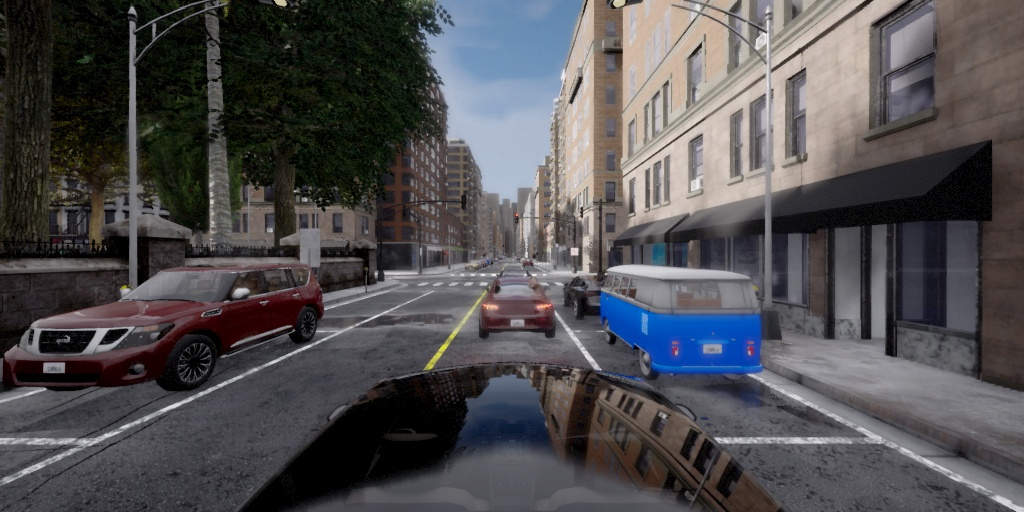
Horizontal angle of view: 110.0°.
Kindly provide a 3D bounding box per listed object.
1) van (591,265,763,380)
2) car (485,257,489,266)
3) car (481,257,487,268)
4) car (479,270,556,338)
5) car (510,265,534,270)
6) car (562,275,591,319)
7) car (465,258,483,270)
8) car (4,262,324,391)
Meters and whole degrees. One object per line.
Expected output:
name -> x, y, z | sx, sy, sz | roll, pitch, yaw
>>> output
van -> 2.869, 1.090, 6.968 | 1.690, 1.789, 3.998 | 0, 0, 0
car -> -5.525, 1.266, 61.538 | 1.888, 1.381, 4.507 | 0, 0, 0
car -> -5.538, 1.272, 56.087 | 2.007, 1.370, 4.403 | 0, 0, 0
car -> 0.125, 1.274, 10.009 | 1.812, 1.442, 4.674 | 0, 0, 0
car -> 0.116, 1.345, 18.831 | 1.895, 1.301, 4.718 | 0, 0, -1
car -> 2.883, 1.313, 12.628 | 1.948, 1.339, 4.313 | 0, 0, 0
car -> -5.552, 1.248, 50.467 | 1.751, 1.417, 4.829 | 0, 0, 0
car -> -5.656, 1.064, 6.948 | 2.192, 1.841, 5.009 | 0, 0, 0
